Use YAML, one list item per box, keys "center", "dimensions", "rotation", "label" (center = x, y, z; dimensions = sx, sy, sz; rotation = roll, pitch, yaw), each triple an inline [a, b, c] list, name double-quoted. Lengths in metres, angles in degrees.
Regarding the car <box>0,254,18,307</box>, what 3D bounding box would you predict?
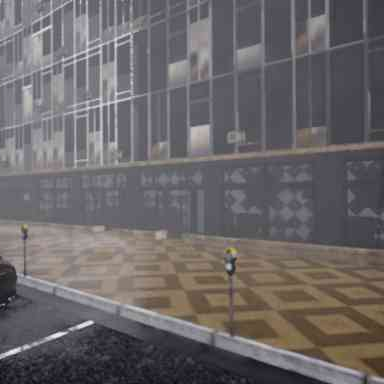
- center: [-5.135, 1.506, 6.549]
  dimensions: [4.403, 1.369, 2.008]
  rotation: [0, -1, 35]
  label: "car"
